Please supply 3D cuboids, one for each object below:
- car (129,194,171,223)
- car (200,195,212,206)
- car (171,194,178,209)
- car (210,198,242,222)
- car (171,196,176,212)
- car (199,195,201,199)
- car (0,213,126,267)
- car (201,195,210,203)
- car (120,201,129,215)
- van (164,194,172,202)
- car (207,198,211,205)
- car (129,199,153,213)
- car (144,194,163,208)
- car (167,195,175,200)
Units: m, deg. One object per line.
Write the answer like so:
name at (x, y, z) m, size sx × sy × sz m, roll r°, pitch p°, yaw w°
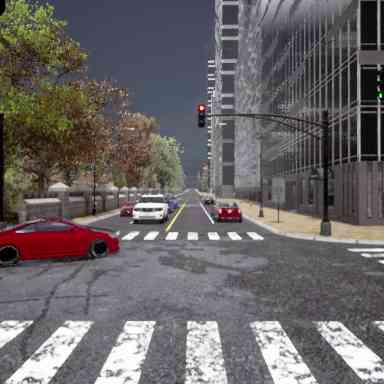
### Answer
car at (-3.049, 1.215, 25.477) m, size 2.150 × 2.045 × 5.566 m, roll 0°, pitch 0°, yaw 0°
car at (2.807, 1.547, 54.402) m, size 1.947 × 1.339 × 4.313 m, roll 0°, pitch 0°, yaw 0°
car at (-2.992, 1.340, 45.840) m, size 2.097 × 1.767 × 4.553 m, roll 0°, pitch 0°, yaw 0°
car at (2.747, 1.433, 25.997) m, size 1.967 × 1.590 × 4.097 m, roll 0°, pitch 0°, yaw 0°
car at (-3.022, 1.517, 35.631) m, size 1.812 × 1.442 × 4.674 m, roll 0°, pitch 0°, yaw 0°
car at (2.820, 1.416, 60.083) m, size 1.967 × 1.590 × 4.097 m, roll 0°, pitch 0°, yaw 0°
car at (-4.669, 1.571, 11.450) m, size 4.181 × 1.385 × 1.994 m, roll 0°, pitch 0°, yaw -26°
car at (2.845, 1.483, 71.619) m, size 1.752 × 1.417 × 4.829 m, roll 0°, pitch 0°, yaw 0°
car at (-5.622, 1.537, 31.693) m, size 1.887 × 1.381 × 4.507 m, roll 0°, pitch 0°, yaw 0°
van at (-5.523, 1.289, 77.158) m, size 1.690 × 1.788 × 3.998 m, roll 0°, pitch 0°, yaw 0°
car at (2.758, 1.558, 31.678) m, size 1.947 × 1.339 × 4.313 m, roll 0°, pitch 0°, yaw 0°
car at (-5.610, 1.541, 37.376) m, size 2.008 × 1.369 × 4.403 m, roll 0°, pitch 0°, yaw 0°
car at (-5.585, 1.301, 48.742) m, size 2.192 × 1.841 × 5.009 m, roll 0°, pitch 0°, yaw 0°
car at (-5.500, 1.503, 88.524) m, size 1.802 × 1.307 × 4.206 m, roll 0°, pitch 0°, yaw 0°
